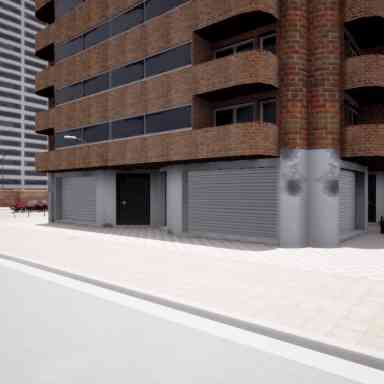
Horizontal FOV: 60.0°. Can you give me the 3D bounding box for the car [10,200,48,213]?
[{"bbox_3d":[-17.894,1.601,37.672,1.895,1.301,4.718,0,0,39],"label":"car"}]
